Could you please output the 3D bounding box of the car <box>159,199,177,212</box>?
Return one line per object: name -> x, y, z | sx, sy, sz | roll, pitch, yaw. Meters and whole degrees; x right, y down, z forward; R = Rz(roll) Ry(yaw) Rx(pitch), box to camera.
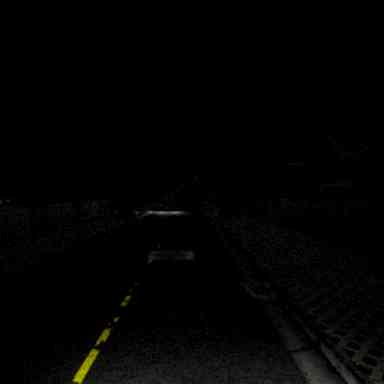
car -> -2.852, 1.585, 40.736 | 1.812, 1.442, 4.674 | 0, 0, 0
